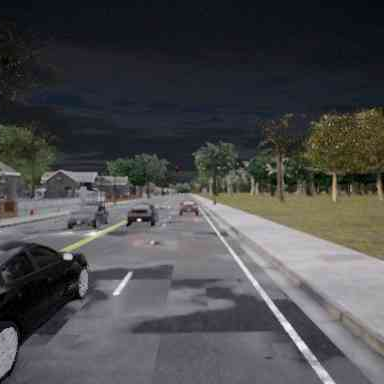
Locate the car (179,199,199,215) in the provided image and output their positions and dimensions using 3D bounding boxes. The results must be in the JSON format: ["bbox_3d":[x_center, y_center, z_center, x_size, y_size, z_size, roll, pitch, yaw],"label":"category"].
[{"bbox_3d":[-0.317,1.547,34.277,1.812,1.442,4.674,-1,0,-1],"label":"car"}]

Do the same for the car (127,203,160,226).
[{"bbox_3d":[-3.431,1.556,23.829,1.837,1.490,4.892,-1,0,-1],"label":"car"}]

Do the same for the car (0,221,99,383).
[{"bbox_3d":[-3.198,1.518,5.422,1.882,1.535,5.008,-1,0,-1],"label":"car"}]

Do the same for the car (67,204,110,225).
[{"bbox_3d":[-6.863,1.596,22.425,1.837,1.490,4.892,-1,-1,-1],"label":"car"}]

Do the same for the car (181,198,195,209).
[{"bbox_3d":[-0.550,1.630,48.318,1.895,1.301,4.718,-1,0,0],"label":"car"}]
